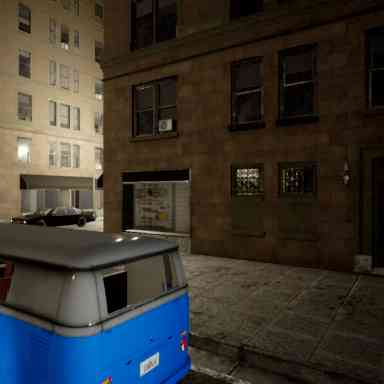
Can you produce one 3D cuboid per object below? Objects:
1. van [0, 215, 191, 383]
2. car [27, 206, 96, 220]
[{"bbox_3d":[-1.937,1.341,4.067,3.998,1.788,1.690,0,0,33],"label":"van"},{"bbox_3d":[-8.757,1.626,21.480,2.033,1.411,5.357,0,0,33],"label":"car"}]
